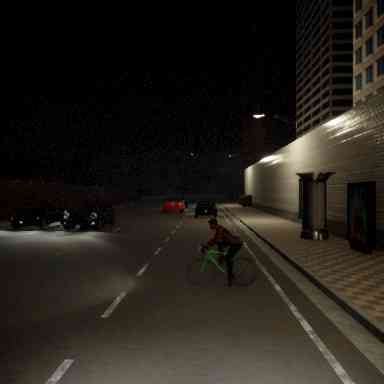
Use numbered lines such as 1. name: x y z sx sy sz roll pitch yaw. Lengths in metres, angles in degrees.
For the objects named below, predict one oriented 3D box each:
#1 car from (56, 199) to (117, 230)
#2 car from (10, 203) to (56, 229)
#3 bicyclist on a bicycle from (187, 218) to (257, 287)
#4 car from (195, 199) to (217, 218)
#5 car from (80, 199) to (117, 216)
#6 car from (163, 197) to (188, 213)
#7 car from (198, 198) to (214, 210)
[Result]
1. car: -6.266 1.350 20.777 2.097 1.767 4.553 0 0 3
2. car: -9.730 1.504 21.598 1.837 1.490 4.892 0 0 3
3. bicyclist on a bicycle: 0.687 1.441 7.861 1.656 1.620 0.582 -2 0 2
4. car: 1.290 1.475 30.396 1.882 1.535 5.008 0 0 2
5. car: -9.235 1.489 33.329 2.128 1.511 4.902 0 0 3
6. car: -1.949 1.349 37.360 2.097 1.767 4.553 0 0 3
7. car: 1.840 1.561 43.721 1.994 1.385 4.181 0 0 3
